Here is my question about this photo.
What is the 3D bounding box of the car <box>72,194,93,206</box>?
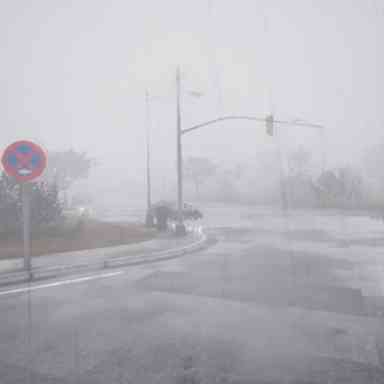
[{"bbox_3d":[-15.091,1.059,45.630,2.128,1.511,4.902,-1,2,-32],"label":"car"}]

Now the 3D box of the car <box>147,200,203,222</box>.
[{"bbox_3d":[-1.388,1.283,23.929,2.033,1.411,5.357,-1,1,-32],"label":"car"}]
